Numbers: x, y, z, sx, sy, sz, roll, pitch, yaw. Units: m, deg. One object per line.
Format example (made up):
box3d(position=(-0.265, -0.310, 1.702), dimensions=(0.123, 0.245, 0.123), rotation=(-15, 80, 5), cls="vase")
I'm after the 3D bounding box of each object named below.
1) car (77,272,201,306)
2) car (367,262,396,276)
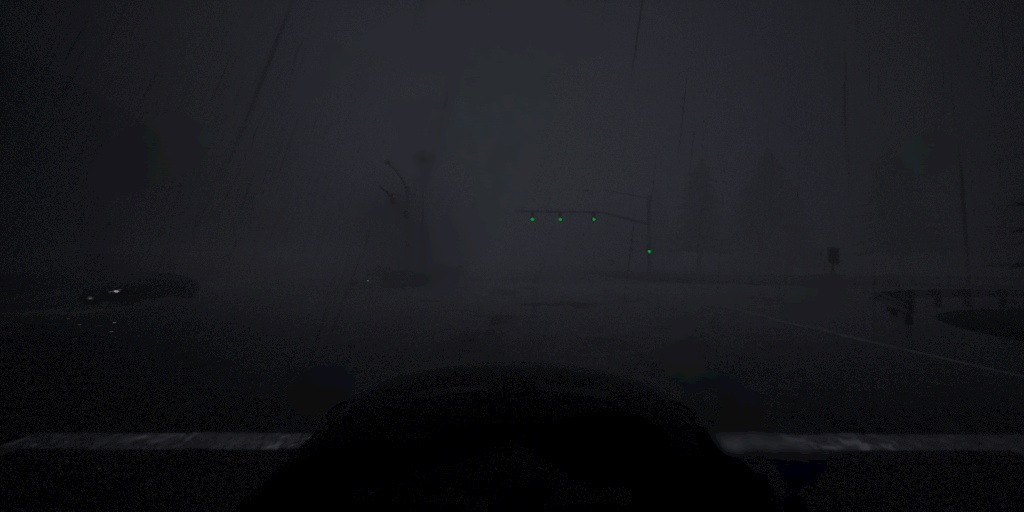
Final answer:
box3d(position=(-17.502, 1.503, 17.212), dimensions=(1.812, 1.442, 4.674), rotation=(0, -1, 0), cls="car")
box3d(position=(-17.507, 1.936, 47.255), dimensions=(2.128, 1.511, 4.902), rotation=(0, 0, 0), cls="car")
